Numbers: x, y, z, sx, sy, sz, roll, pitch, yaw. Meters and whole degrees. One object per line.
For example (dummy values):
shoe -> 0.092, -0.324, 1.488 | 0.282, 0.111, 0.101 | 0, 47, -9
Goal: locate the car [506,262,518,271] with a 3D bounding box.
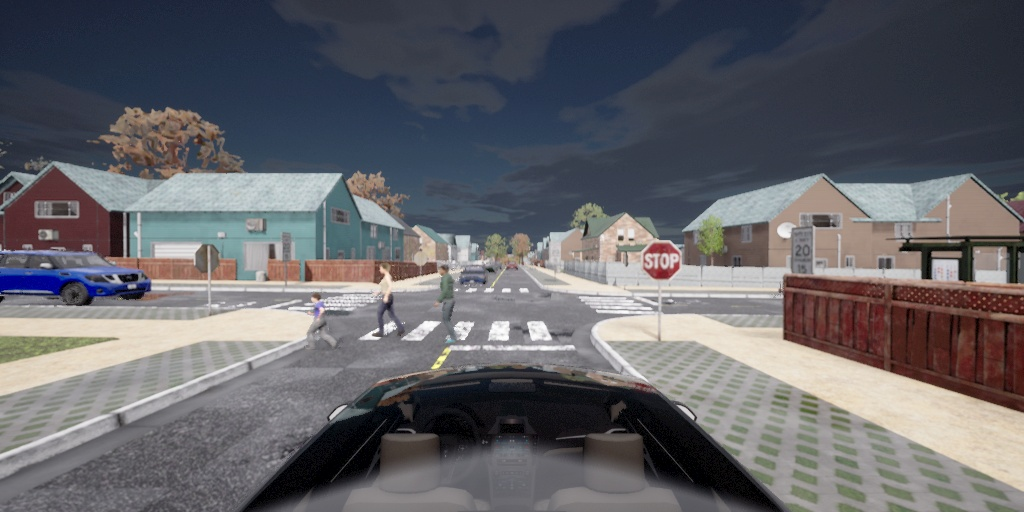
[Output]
car -> 0.013, 1.640, 59.005 | 1.812, 1.442, 4.674 | 0, -1, 0

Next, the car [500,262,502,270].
car -> -2.736, 1.694, 63.534 | 1.837, 1.490, 4.892 | 0, -1, 0

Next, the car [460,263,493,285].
car -> -2.815, 1.400, 27.480 | 2.033, 1.411, 5.357 | 0, 0, -1

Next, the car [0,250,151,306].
car -> -17.741, 0.821, 14.134 | 5.566, 2.045, 2.150 | 1, 1, 0

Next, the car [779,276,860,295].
car -> 15.614, 1.609, 17.103 | 4.718, 1.301, 1.895 | 1, 1, 0

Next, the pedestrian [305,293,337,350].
pedestrian -> -4.058, 1.339, 7.604 | 0.375, 1.300, 0.375 | -1, 1, 0

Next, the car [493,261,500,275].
car -> -2.835, 1.564, 43.642 | 1.895, 1.301, 4.718 | 0, -1, 0

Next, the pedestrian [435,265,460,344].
pedestrian -> -1.480, 1.063, 8.201 | 0.375, 1.860, 0.375 | -1, 1, 0

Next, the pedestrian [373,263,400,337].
pedestrian -> -3.065, 1.063, 8.801 | 0.375, 1.860, 0.375 | -1, 1, 0
